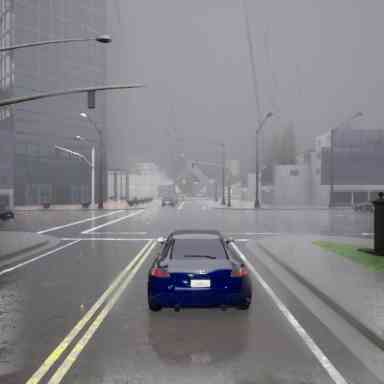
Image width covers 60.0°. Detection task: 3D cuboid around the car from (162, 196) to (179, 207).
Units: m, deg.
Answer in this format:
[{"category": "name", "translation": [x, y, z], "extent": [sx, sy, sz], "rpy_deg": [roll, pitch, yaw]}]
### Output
[{"category": "car", "translation": [-3.580, 1.491, 51.290], "extent": [2.128, 1.511, 4.902], "rpy_deg": [0, 0, 0]}]

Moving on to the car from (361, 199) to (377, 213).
[{"category": "car", "translation": [20.214, 1.553, 33.718], "extent": [4.718, 1.301, 1.895], "rpy_deg": [0, 0, 0]}]

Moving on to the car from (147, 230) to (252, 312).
[{"category": "car", "translation": [0.089, 1.564, 7.814], "extent": [1.994, 1.385, 4.181], "rpy_deg": [0, 0, -2]}]

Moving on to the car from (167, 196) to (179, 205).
[{"category": "car", "translation": [-3.533, 1.505, 61.689], "extent": [1.837, 1.490, 4.892], "rpy_deg": [0, 0, 0]}]

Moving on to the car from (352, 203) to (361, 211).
[{"category": "car", "translation": [20.364, 1.479, 37.209], "extent": [4.674, 1.442, 1.812], "rpy_deg": [0, 0, 0]}]

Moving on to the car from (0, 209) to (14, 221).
[{"category": "car", "translation": [-16.392, 1.672, 26.225], "extent": [4.181, 1.385, 1.994], "rpy_deg": [-1, 0, 0]}]
